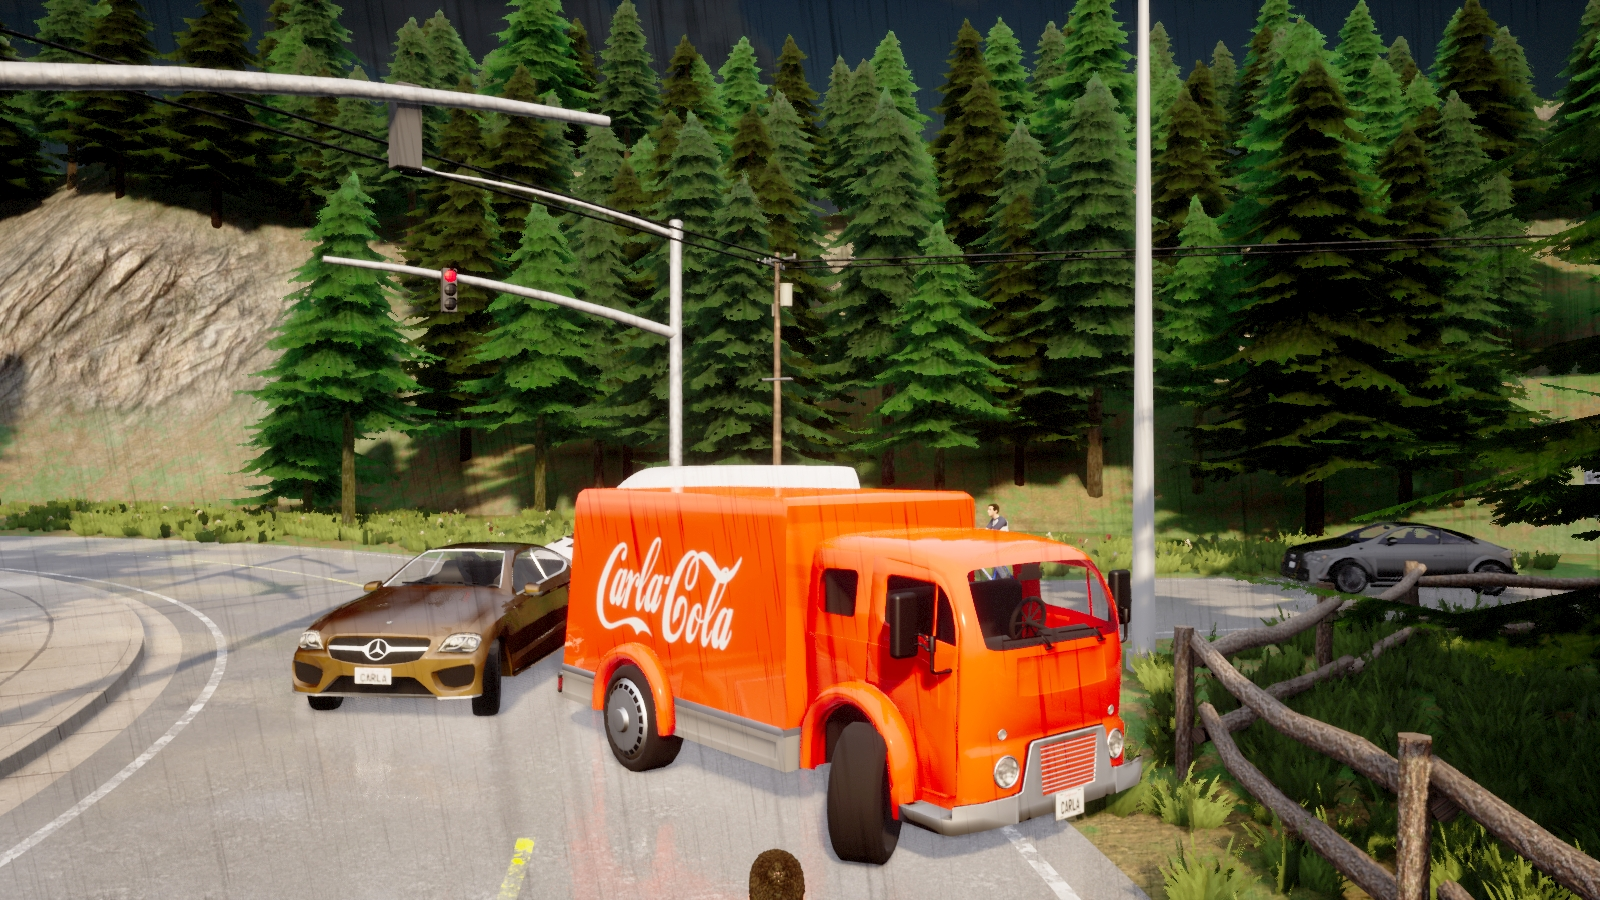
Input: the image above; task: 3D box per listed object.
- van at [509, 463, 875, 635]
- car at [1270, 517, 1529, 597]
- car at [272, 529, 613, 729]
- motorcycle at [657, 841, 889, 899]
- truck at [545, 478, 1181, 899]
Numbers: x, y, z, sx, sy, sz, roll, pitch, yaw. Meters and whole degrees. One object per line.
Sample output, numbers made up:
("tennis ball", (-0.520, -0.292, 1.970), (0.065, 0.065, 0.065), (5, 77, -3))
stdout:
("van", (-1.776, 1.528, 19.549), (5.915, 2.561, 1.988), (0, 0, -27))
("car", (11.979, 2.119, 23.061), (4.181, 1.385, 1.994), (0, 0, 4))
("car", (-4.038, 1.970, 14.038), (2.152, 1.651, 5.027), (0, 0, 6))
("motorcycle", (-0.074, 2.159, 3.526), (0.803, 1.199, 2.033), (0, 0, -2))
("truck", (0.202, 1.542, 9.769), (2.627, 2.467, 5.204), (0, 0, -39))
